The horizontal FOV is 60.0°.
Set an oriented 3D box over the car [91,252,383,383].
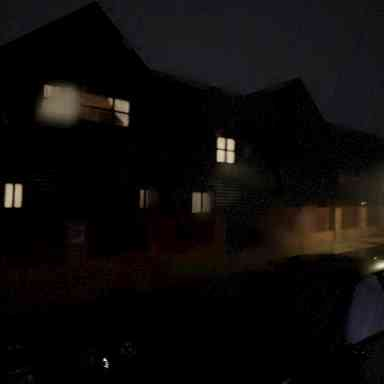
[{"bbox_3d":[1.638,1.549,4.114,5.357,1.411,2.033,0,0,-35],"label":"car"}]
